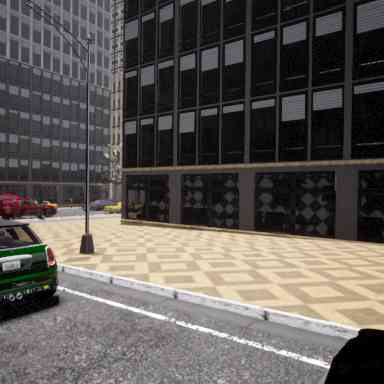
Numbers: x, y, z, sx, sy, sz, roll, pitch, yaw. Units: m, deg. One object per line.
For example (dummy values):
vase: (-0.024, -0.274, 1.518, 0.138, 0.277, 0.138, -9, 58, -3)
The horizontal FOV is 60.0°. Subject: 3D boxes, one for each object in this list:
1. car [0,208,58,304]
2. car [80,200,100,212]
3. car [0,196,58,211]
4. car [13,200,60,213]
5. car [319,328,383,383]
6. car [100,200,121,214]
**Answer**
car: (-4.984, 1.348, 7.248, 4.553, 1.767, 2.097, 0, 0, 36)
car: (-11.993, 1.769, 43.795, 2.033, 1.411, 5.357, 1, 0, 37)
car: (-14.913, 1.519, 30.138, 2.192, 1.841, 5.009, 1, 0, 37)
car: (-18.393, 1.643, 39.519, 1.752, 1.417, 4.829, 1, 0, 37)
car: (3.014, 1.601, 1.530, 4.718, 1.301, 1.895, 0, 0, 36)
car: (-8.098, 1.830, 39.337, 1.752, 1.417, 4.829, 1, 0, 37)
